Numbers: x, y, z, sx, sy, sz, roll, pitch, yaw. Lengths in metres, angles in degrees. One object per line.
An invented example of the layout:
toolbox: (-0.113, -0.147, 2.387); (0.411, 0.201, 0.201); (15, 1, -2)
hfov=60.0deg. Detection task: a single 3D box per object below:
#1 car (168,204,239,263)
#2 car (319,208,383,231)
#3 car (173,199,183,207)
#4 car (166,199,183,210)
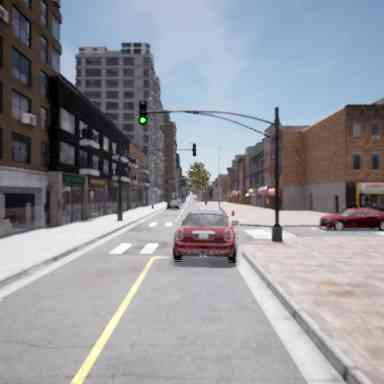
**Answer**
car: (0.669, 1.446, 12.674); (2.097, 1.767, 4.553); (0, 0, 8)
car: (10.376, 1.691, 20.999); (4.507, 1.381, 1.887); (0, 0, 0)
car: (-2.724, 2.190, 67.455); (1.812, 1.442, 4.674); (0, -1, 0)
car: (-2.813, 1.917, 49.858); (1.882, 1.535, 5.008); (0, -1, 0)
